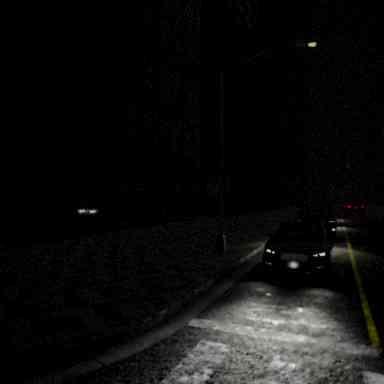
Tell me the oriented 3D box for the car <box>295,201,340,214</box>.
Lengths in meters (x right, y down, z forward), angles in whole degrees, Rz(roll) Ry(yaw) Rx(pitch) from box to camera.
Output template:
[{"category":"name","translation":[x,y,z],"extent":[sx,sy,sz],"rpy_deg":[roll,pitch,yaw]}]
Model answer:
[{"category":"car","translation":[7.554,1.577,20.005],"extent":[2.150,2.045,5.566],"rpy_deg":[0,-1,24]}]

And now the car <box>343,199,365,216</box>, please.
[{"category":"car","translation":[20.900,2.011,42.707],"extent":[2.150,2.045,5.566],"rpy_deg":[0,-1,23]}]

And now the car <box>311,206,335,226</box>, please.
[{"category":"car","translation":[11.530,2.049,29.137],"extent":[1.812,1.442,4.674],"rpy_deg":[0,-1,23]}]

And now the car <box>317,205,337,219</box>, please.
[{"category":"car","translation":[15.557,2.261,38.318],"extent":[1.994,1.385,4.181],"rpy_deg":[0,-1,24]}]

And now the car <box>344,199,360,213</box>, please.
[{"category":"car","translation":[25.139,2.199,52.489],"extent":[2.150,2.045,5.566],"rpy_deg":[0,-1,24]}]

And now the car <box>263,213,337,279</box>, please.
[{"category":"car","translation":[3.628,1.685,10.962],"extent":[2.128,1.511,4.902],"rpy_deg":[0,-1,23]}]
